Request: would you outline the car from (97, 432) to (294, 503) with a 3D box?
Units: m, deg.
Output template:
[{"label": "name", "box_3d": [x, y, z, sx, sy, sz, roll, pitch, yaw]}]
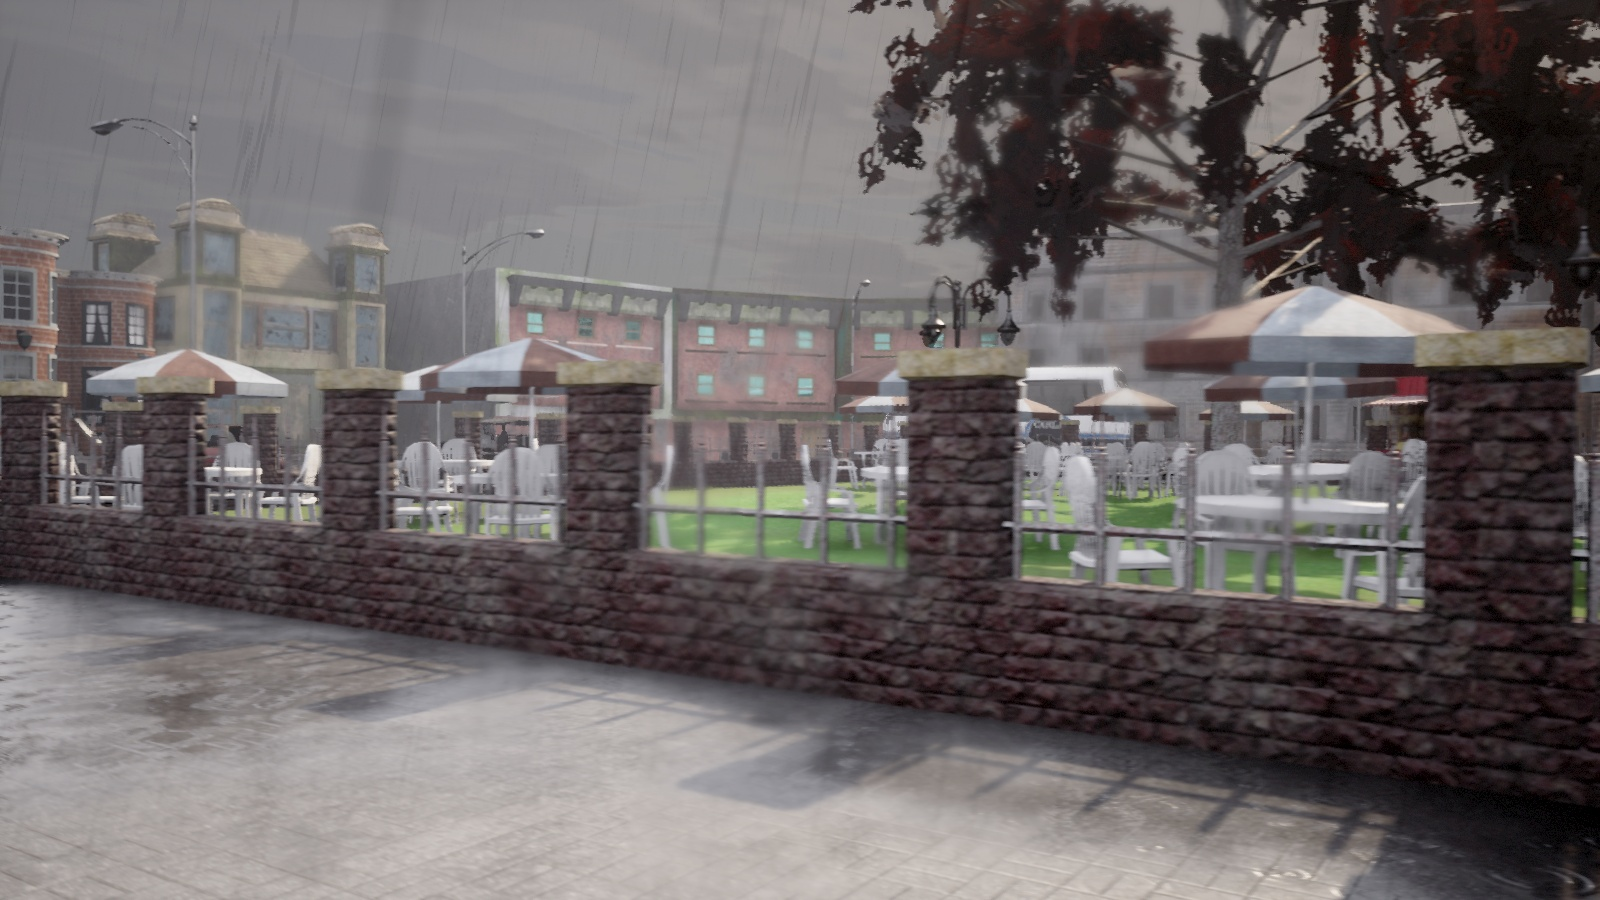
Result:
[{"label": "car", "box_3d": [-14.927, 0.375, 31.187, 1.851, 1.617, 3.988, 0, 1, 34]}]

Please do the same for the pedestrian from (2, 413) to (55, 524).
[{"label": "pedestrian", "box_3d": [-12.960, 0.297, 21.111, 0.706, 1.836, 0.354, -1, 1, -26]}]

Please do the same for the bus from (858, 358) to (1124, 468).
[{"label": "bus", "box_3d": [7.949, -1.406, 52.504, 10.273, 4.253, 3.944, 0, 0, 25]}]

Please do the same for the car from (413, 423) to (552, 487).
[{"label": "car", "box_3d": [-9.784, 0.119, 38.945, 1.905, 1.878, 3.866, 0, 1, 34]}]
